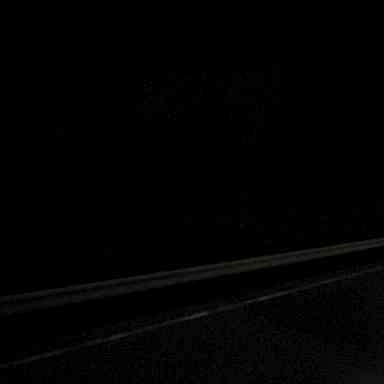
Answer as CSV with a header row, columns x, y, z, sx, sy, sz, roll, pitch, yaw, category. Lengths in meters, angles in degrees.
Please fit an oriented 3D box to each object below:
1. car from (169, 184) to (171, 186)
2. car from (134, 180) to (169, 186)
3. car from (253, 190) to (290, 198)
x,y,z,sx,sy,sz,roll,pitch,yaw,category
-5.466,-1.100,50.864,4.553,1.767,2.097,5,1,12,car
-6.140,-0.930,47.416,4.674,1.442,1.812,5,1,11,car
10.048,0.559,42.031,4.902,1.511,2.128,6,4,38,car
